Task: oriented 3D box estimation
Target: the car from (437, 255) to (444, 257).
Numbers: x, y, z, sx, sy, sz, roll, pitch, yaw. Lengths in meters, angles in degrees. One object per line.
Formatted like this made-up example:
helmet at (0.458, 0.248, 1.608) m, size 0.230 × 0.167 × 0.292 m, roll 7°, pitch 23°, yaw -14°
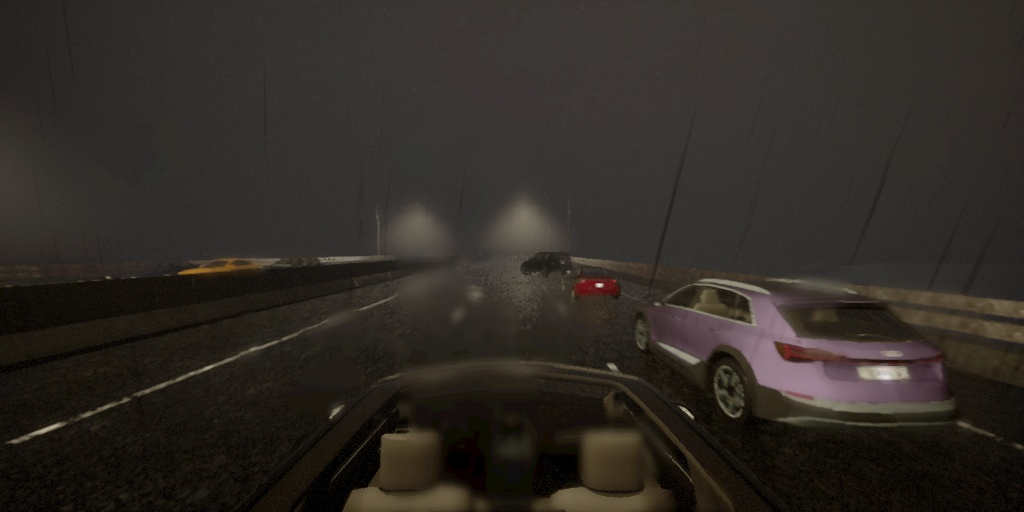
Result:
car at (-12.887, 0.574, 64.010) m, size 1.994 × 1.385 × 4.181 m, roll 0°, pitch 1°, yaw 2°

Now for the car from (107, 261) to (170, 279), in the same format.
car at (-20.969, 1.020, 21.790) m, size 2.033 × 1.411 × 5.357 m, roll 0°, pitch 1°, yaw 1°

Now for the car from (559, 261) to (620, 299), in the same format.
car at (3.565, 1.126, 16.550) m, size 1.994 × 1.385 × 4.181 m, roll 0°, pitch 1°, yaw 1°

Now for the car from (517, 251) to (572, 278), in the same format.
car at (2.760, 0.629, 28.909) m, size 2.150 × 2.045 × 5.566 m, roll -1°, pitch 1°, yaw -24°

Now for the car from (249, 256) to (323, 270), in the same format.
car at (-13.944, 0.818, 22.928) m, size 2.097 × 1.767 × 4.553 m, roll 0°, pitch 1°, yaw 1°

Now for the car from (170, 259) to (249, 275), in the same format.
car at (-17.460, 0.952, 21.947) m, size 1.882 × 1.535 × 5.008 m, roll 0°, pitch 1°, yaw 1°

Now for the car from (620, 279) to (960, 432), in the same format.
car at (3.505, 1.134, 5.627) m, size 2.033 × 1.649 × 4.856 m, roll 0°, pitch 1°, yaw 0°
